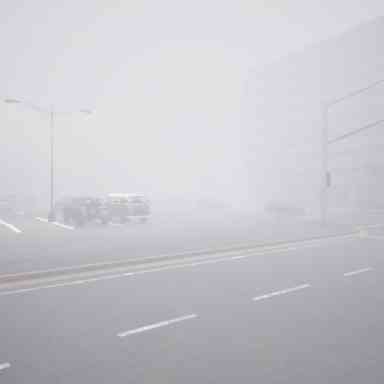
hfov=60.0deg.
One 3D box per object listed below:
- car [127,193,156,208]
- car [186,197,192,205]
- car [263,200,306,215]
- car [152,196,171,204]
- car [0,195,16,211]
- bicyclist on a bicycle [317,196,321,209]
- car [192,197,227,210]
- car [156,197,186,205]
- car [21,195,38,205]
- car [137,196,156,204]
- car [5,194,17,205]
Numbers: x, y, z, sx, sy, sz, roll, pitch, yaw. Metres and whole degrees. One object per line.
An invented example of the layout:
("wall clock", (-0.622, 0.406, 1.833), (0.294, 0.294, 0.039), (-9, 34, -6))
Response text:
("car", (-9.134, 1.273, 60.338), (2.150, 2.045, 5.566), (0, 0, -35))
("car", (-0.972, 1.603, 61.035), (2.033, 1.411, 5.357), (0, 0, -35))
("car", (9.406, 1.581, 34.141), (1.812, 1.442, 4.674), (0, 0, -36))
("car", (-6.372, 1.619, 68.531), (1.994, 1.385, 4.181), (0, 0, -35))
("car", (-21.703, 1.451, 37.968), (1.970, 1.475, 3.806), (0, 0, -35))
("bicyclist on a bicycle", (16.620, 1.356, 42.913), (1.656, 1.620, 0.582), (0, 0, -35))
("car", (2.568, 1.408, 43.724), (2.097, 1.767, 4.553), (0, 0, -35))
("car", (-3.828, 1.547, 59.011), (2.128, 1.511, 4.902), (0, 0, -35))
("car", (-27.173, 1.209, 55.422), (1.932, 1.855, 4.605), (0, 0, -35))
("car", (-9.224, 1.581, 66.502), (1.812, 1.442, 4.674), (0, 0, -35))
("car", (-29.569, 1.212, 53.797), (1.905, 1.878, 3.866), (0, 0, -35))
